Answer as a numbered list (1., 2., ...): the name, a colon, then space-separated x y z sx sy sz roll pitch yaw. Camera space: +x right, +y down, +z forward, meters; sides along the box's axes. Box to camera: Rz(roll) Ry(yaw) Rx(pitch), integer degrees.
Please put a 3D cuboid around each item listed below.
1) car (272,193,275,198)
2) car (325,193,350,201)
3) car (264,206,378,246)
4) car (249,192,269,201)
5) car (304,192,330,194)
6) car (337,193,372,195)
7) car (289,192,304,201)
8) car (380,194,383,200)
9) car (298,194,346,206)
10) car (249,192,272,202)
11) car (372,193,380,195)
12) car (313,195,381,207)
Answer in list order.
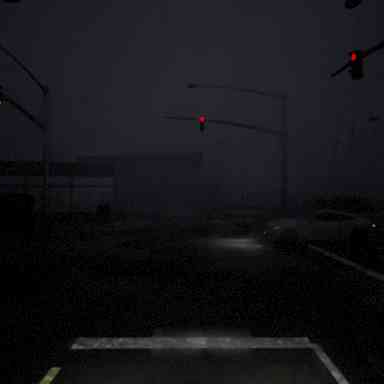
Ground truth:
1. car: 20.569 0.903 91.962 4.553 1.767 2.097 0 0 0
2. car: 31.827 1.091 72.966 4.514 1.523 2.007 0 0 0
3. car: 5.488 1.484 14.410 4.674 1.442 1.812 0 0 0
4. car: 13.935 0.880 69.378 3.866 1.878 1.905 0 0 0
5. car: 21.032 1.146 53.609 4.514 1.523 2.007 0 0 0
6. car: 20.953 1.196 43.616 3.633 1.501 1.845 0 0 0
7. car: 21.790 0.910 66.062 4.605 1.855 1.932 0 0 0
8. car: 39.162 0.975 62.859 5.027 1.636 2.152 0 0 0
9. car: 13.235 1.240 31.799 5.027 1.636 2.152 0 0 0
10. car: 13.311 1.174 66.056 3.806 1.475 1.970 0 0 0
11. car: 38.862 1.035 69.277 3.806 1.475 1.970 0 0 0
12. car: 13.276 1.258 28.662 4.514 1.523 2.007 0 0 0
